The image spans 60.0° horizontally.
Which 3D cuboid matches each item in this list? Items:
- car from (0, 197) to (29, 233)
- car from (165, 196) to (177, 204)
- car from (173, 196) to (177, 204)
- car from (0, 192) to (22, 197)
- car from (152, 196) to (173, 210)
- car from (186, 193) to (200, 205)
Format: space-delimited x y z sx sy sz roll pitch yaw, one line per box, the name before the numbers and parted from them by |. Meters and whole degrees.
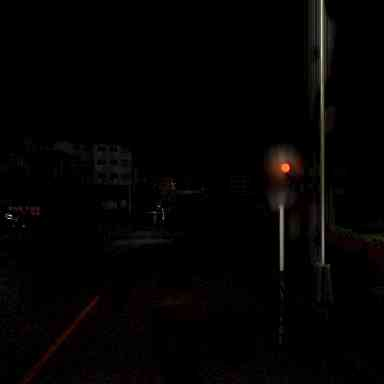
car | -11.819 1.352 18.847 4.553 1.767 2.097 0 0 -3
car | -3.953 1.477 63.202 1.882 1.535 5.008 0 0 0
car | -4.008 1.491 53.028 2.128 1.511 4.902 0 0 0
car | -19.702 0.985 34.984 1.905 1.878 3.866 0 0 35
car | -4.031 1.491 43.064 2.128 1.511 4.902 0 0 0
car | 0.193 1.220 57.379 2.150 2.045 5.566 0 0 0
